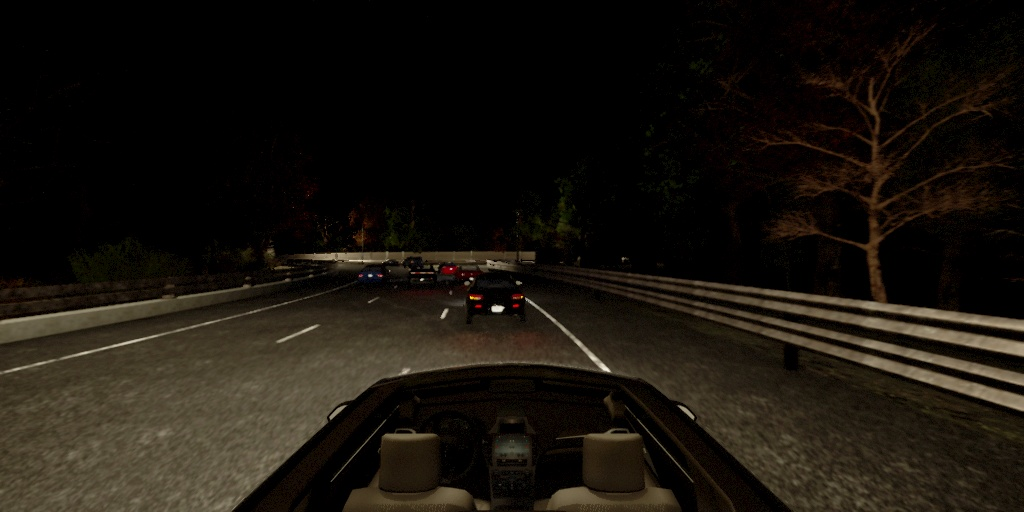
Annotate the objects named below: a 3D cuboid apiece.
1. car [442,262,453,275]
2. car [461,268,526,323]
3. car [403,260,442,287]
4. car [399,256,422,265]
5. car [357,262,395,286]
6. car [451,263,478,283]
[{"bbox_3d":[-7.284,1.382,40.652,1.994,1.385,4.181,0,0,-20],"label":"car"},{"bbox_3d":[-0.626,1.290,12.132,1.812,1.442,4.674,0,0,-6],"label":"car"},{"bbox_3d":[-6.192,1.288,24.905,2.128,1.511,4.902,0,0,-13],"label":"car"},{"bbox_3d":[-16.458,1.092,59.472,2.150,2.045,5.566,0,0,-31],"label":"car"},{"bbox_3d":[-10.012,1.358,26.190,2.033,1.411,5.357,0,0,-15],"label":"car"},{"bbox_3d":[-3.522,1.393,28.468,1.895,1.301,4.718,0,0,-14],"label":"car"}]
